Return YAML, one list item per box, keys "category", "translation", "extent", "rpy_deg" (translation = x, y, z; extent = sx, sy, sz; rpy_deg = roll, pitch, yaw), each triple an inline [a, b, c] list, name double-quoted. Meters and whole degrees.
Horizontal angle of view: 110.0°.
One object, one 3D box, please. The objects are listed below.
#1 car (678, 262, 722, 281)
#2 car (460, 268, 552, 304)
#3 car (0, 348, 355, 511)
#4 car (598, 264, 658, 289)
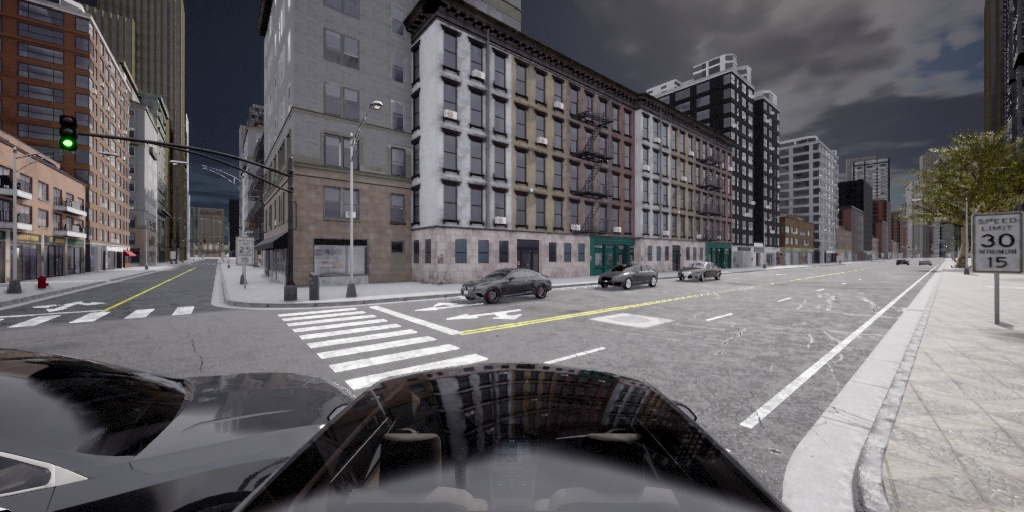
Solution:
- category: "car"
  translation: [15.463, 1.234, 29.477]
  extent: [4.902, 1.511, 2.128]
  rpy_deg: [0, 0, -39]
- category: "car"
  translation: [-0.152, 1.286, 16.676]
  extent: [4.674, 1.442, 1.812]
  rpy_deg: [0, 0, -39]
- category: "car"
  translation: [-3.234, 1.257, 1.683]
  extent: [4.892, 1.490, 1.837]
  rpy_deg: [0, 0, -35]
- category: "car"
  translation: [7.497, 1.257, 22.953]
  extent: [4.892, 1.490, 1.837]
  rpy_deg: [0, 0, -39]
